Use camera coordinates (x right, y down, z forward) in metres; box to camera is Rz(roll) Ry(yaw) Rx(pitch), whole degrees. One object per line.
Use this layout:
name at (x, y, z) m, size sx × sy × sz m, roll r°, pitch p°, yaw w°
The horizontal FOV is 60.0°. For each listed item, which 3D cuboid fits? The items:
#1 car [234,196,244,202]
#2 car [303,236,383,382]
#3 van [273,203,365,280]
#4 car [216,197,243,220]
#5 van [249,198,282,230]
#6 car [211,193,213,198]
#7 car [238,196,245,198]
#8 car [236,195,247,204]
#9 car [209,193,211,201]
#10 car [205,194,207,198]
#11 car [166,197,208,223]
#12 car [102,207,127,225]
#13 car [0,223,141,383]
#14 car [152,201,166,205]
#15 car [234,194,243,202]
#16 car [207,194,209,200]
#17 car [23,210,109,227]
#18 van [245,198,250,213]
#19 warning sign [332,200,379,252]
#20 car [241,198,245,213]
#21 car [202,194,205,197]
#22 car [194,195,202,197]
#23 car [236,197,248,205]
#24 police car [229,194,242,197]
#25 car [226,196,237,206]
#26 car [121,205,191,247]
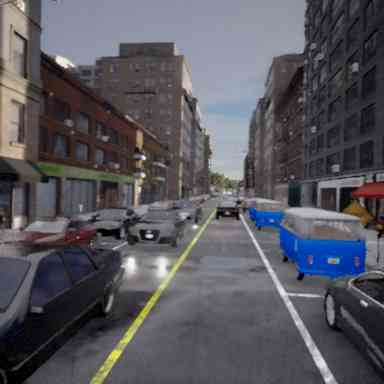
car at (10.971, 1.637, 77.578) m, size 2.008 × 1.369 × 4.403 m, roll 2°, pitch 0°, yaw 6°
car at (2.972, 1.619, 4.142) m, size 2.008 × 1.369 × 4.403 m, roll 1°, pitch 0°, yaw 6°
van at (3.593, 1.412, 9.790) m, size 1.690 × 1.788 × 3.998 m, roll 2°, pitch 0°, yaw 6°
car at (3.046, 1.487, 28.238) m, size 1.882 × 1.535 × 5.008 m, roll 2°, pitch 0°, yaw 6°
van at (4.823, 1.417, 21.088) m, size 1.690 × 1.788 × 3.998 m, roll 2°, pitch 0°, yaw 6°
car at (3.614, 1.313, 84.095) m, size 1.967 × 1.590 × 4.097 m, roll 2°, pitch 0°, yaw 6°
car at (7.298, 1.607, 43.853) m, size 1.752 × 1.417 × 4.829 m, roll 2°, pitch 0°, yaw 6°
car at (9.743, 1.525, 66.280) m, size 1.967 × 1.590 × 4.097 m, roll 2°, pitch 0°, yaw 6°
car at (2.384, 1.312, 72.797) m, size 1.967 × 1.590 × 4.097 m, roll 2°, pitch 0°, yaw 6°
car at (1.150, 1.415, 61.500) m, size 1.887 × 1.381 × 4.507 m, roll 2°, pitch 0°, yaw 6°
car at (-0.261, 1.422, 24.993) m, size 2.128 × 1.511 × 4.902 m, roll 2°, pitch 0°, yaw 6°
car at (-3.773, 1.425, 16.309) m, size 1.947 × 1.339 × 4.313 m, roll 1°, pitch 0°, yaw 6°
car at (-2.489, 1.470, 4.661) m, size 2.033 × 1.411 × 5.357 m, roll 2°, pitch 0°, yaw 6°
car at (-2.542, 1.414, 27.606) m, size 2.008 × 1.369 × 4.403 m, roll 2°, pitch 0°, yaw 6°
car at (11.593, 1.402, 83.226) m, size 2.192 × 1.841 × 5.009 m, roll 2°, pitch 0°, yaw 6°
car at (1.765, 1.437, 67.149) m, size 1.947 × 1.339 × 4.313 m, roll 2°, pitch 0°, yaw 6°
car at (-4.389, 1.439, 10.660) m, size 1.802 × 1.307 × 4.206 m, roll 1°, pitch 0°, yaw 6°
van at (5.439, 1.418, 26.738) m, size 1.690 × 1.788 × 3.998 m, roll 2°, pitch 0°, yaw 6°
warning sign at (6.246, 1.250, 12.801) m, size 1.300 × 1.860 × 1.060 m, roll 2°, pitch 0°, yaw 6°
car at (6.663, 1.662, 38.036) m, size 1.802 × 1.307 × 4.206 m, roll 2°, pitch 0°, yaw 6°
car at (0.535, 1.420, 55.851) m, size 2.008 × 1.369 × 4.403 m, roll 2°, pitch 0°, yaw 6°
car at (-0.080, 1.413, 50.202) m, size 1.887 × 1.381 × 4.507 m, roll 2°, pitch 0°, yaw 6°
car at (9.125, 1.629, 60.631) m, size 1.887 × 1.381 × 4.507 m, roll 2°, pitch 0°, yaw 6°
police car at (5.947, 1.460, 48.152) m, size 1.930 × 1.638 × 5.238 m, roll 2°, pitch 0°, yaw 6°
car at (6.914, 1.515, 58.023) m, size 1.882 × 1.535 × 5.008 m, roll 2°, pitch 0°, yaw 8°
car at (-1.406, 1.491, 14.626) m, size 1.994 × 1.385 × 4.181 m, roll 2°, pitch 0°, yaw 6°
